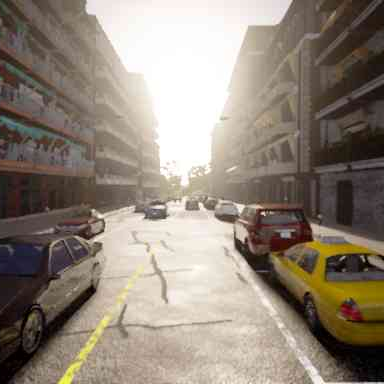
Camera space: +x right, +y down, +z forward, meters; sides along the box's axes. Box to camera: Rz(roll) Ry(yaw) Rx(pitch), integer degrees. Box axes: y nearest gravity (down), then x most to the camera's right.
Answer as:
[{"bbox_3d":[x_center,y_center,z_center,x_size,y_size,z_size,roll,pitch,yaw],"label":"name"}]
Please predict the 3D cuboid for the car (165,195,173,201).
[{"bbox_3d":[-5.697,1.478,83.496,1.752,1.417,4.829,-1,0,0],"label":"car"}]

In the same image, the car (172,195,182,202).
[{"bbox_3d":[-2.993,1.437,71.858,2.128,1.511,4.902,0,0,0],"label":"car"}]

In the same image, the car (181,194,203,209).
[{"bbox_3d":[0.037,1.465,46.125,2.128,1.511,4.902,0,0,1],"label":"car"}]

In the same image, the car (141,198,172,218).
[{"bbox_3d":[-3.094,1.509,29.781,1.812,1.442,4.674,0,0,0],"label":"car"}]

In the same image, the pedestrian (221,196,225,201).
[{"bbox_3d":[3.003,1.276,32.576,0.375,1.860,0.375,-1,1,0],"label":"pedestrian"}]

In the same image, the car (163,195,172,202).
[{"bbox_3d":[-5.696,1.501,78.141,1.887,1.381,4.507,-1,0,0],"label":"car"}]

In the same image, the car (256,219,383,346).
[{"bbox_3d":[2.685,1.522,6.544,1.752,1.417,4.829,-1,0,0],"label":"car"}]

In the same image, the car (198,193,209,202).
[{"bbox_3d":[2.679,1.271,78.188,2.192,1.841,5.009,-1,0,0],"label":"car"}]

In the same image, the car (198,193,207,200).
[{"bbox_3d":[2.680,1.263,89.237,2.192,1.841,5.009,-1,0,0],"label":"car"}]

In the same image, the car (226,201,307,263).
[{"bbox_3d":[2.677,1.308,11.898,2.192,1.841,5.009,-1,0,0],"label":"car"}]

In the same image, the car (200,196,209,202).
[{"bbox_3d":[2.683,1.541,72.665,1.802,1.307,4.206,-1,0,0],"label":"car"}]

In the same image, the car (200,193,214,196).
[{"bbox_3d":[2.676,1.287,50.567,2.192,1.841,5.009,-1,0,0],"label":"car"}]

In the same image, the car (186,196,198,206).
[{"bbox_3d":[0.005,1.447,55.266,1.882,1.535,5.008,0,0,0],"label":"car"}]

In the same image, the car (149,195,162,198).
[{"bbox_3d":[-5.700,1.526,44.996,2.008,1.369,4.403,-1,0,0],"label":"car"}]

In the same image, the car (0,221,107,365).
[{"bbox_3d":[-3.056,1.544,6.220,2.033,1.411,5.357,0,0,0],"label":"car"}]

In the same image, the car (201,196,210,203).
[{"bbox_3d":[2.682,1.487,67.310,1.752,1.417,4.829,-1,0,0],"label":"car"}]

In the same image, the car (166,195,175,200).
[{"bbox_3d":[-5.695,1.515,89.190,1.947,1.339,4.313,-1,0,0],"label":"car"}]

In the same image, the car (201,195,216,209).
[{"bbox_3d":[2.680,1.541,45.043,1.947,1.339,4.313,-1,0,0],"label":"car"}]

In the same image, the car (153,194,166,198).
[{"bbox_3d":[-5.704,1.287,50.520,2.192,1.841,5.009,-1,0,0],"label":"car"}]

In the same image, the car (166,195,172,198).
[{"bbox_3d":[-5.698,1.513,67.092,2.008,1.369,4.403,-1,0,0],"label":"car"}]

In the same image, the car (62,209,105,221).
[{"bbox_3d":[-5.702,1.573,17.376,1.802,1.307,4.206,-1,0,0],"label":"car"}]

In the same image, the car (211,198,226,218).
[{"bbox_3d":[3.002,1.510,29.755,1.812,1.442,4.674,0,0,0],"label":"car"}]

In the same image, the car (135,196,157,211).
[{"bbox_3d":[-5.700,1.529,39.473,2.008,1.369,4.403,-1,0,0],"label":"car"}]
